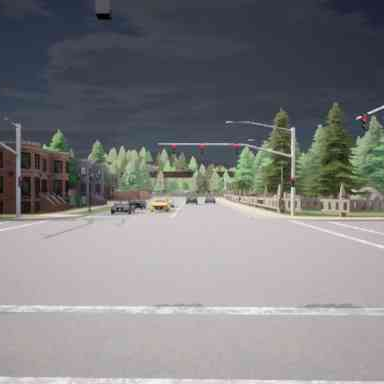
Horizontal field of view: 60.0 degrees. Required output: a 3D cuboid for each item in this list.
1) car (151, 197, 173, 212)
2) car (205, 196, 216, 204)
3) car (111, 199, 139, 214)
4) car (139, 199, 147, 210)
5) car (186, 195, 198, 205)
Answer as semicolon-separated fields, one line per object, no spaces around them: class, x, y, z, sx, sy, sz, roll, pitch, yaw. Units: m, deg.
car;-3.619;1.469;38.737;1.882;1.535;5.008;0;0;0
car;3.559;1.550;65.109;1.994;1.385;4.181;0;0;0
car;-7.120;1.556;34.763;1.994;1.385;4.181;0;0;0
car;-7.114;1.591;43.515;1.895;1.301;4.718;0;0;0
car;-0.039;1.339;60.130;2.097;1.767;4.553;0;0;0
